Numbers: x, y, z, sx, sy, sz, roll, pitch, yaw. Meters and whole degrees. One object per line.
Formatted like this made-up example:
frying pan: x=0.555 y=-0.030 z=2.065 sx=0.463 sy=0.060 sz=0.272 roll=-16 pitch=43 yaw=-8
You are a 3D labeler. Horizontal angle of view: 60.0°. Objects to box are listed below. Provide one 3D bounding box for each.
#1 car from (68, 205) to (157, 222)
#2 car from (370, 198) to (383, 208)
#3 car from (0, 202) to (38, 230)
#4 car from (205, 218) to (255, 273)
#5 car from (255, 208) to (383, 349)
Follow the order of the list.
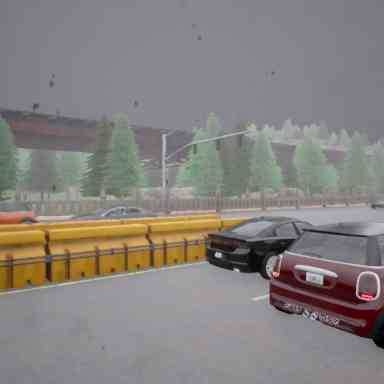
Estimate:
car: x=-4.228 y=1.491 z=18.171 sx=4.902 sy=1.511 sz=2.128 roll=0 pitch=0 yaw=-35
car: x=25.587 y=1.541 z=43.725 sx=5.357 sy=1.411 sz=2.033 roll=0 pitch=0 yaw=-35
car: x=-10.778 y=1.351 z=17.800 sx=4.553 sy=1.767 sz=2.097 roll=0 pitch=0 yaw=-35
car: x=2.705 y=1.477 z=10.004 sx=5.008 sy=1.535 sz=1.882 roll=0 pitch=0 yaw=-35
car: x=3.626 y=1.351 z=6.372 sx=4.553 sy=1.767 sz=2.097 roll=0 pitch=0 yaw=-35
